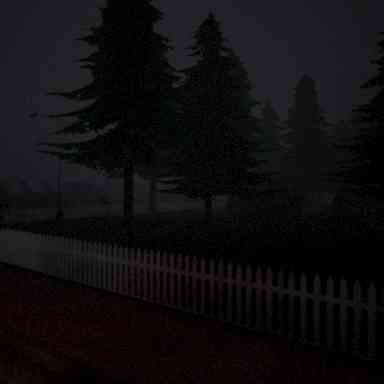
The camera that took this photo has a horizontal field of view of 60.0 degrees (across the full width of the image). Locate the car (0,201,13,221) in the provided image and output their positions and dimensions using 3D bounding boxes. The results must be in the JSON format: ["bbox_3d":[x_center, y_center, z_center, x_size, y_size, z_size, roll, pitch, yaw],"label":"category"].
[{"bbox_3d":[-15.665,1.041,23.304,2.150,2.045,5.566,0,0,37],"label":"car"}]

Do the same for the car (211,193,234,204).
[{"bbox_3d":[5.591,1.142,60.406,2.097,1.767,4.553,0,0,34],"label":"car"}]

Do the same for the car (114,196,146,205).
[{"bbox_3d":[-9.379,1.292,50.918,2.033,1.411,5.357,0,0,34],"label":"car"}]

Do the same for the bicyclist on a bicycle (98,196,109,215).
[{"bbox_3d":[-7.435,1.149,27.965,1.656,1.620,0.582,0,0,34],"label":"bicyclist on a bicycle"}]

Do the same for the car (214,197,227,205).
[{"bbox_3d":[3.100,1.364,50.390,2.033,1.411,5.357,0,0,35],"label":"car"}]
